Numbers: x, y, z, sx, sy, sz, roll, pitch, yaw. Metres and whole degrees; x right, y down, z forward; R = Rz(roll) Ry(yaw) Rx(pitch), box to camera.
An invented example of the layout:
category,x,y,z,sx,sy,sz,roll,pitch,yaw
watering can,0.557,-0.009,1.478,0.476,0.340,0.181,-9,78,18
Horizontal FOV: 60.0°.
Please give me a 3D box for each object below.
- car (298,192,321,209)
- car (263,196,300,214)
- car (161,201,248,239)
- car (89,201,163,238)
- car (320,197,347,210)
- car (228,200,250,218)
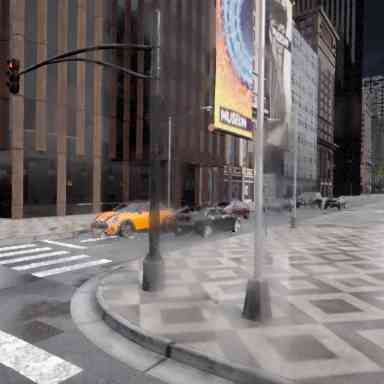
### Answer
category,x,y,z,sx,sy,sz,roll,pitch,yaw
car,15.102,1.002,42.759,2.150,2.045,5.566,1,1,35
car,8.906,1.371,34.100,2.033,1.411,5.357,1,1,35
car,0.825,1.458,17.178,1.837,1.490,4.892,1,1,36
car,-3.043,1.257,17.261,2.097,1.767,4.553,1,1,36
car,17.860,1.339,41.304,1.837,1.490,4.892,1,1,36
car,2.897,1.391,25.616,1.812,1.442,4.674,1,1,36
